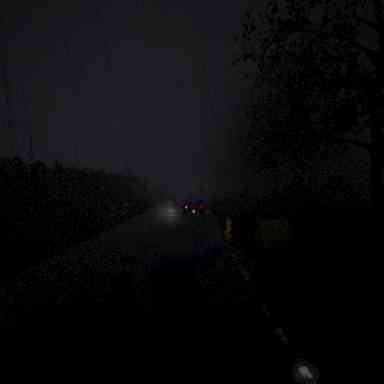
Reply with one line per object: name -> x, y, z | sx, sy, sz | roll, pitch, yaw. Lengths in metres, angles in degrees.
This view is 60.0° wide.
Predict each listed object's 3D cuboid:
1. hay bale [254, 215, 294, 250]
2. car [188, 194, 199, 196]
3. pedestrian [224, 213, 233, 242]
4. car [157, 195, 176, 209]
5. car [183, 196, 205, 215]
hay bale -> 3.154, 1.523, 12.904 | 1.220, 1.180, 1.240 | 0, 1, 0
car -> 0.192, 1.001, 44.464 | 1.882, 1.535, 5.008 | 0, 0, 0
pedestrian -> 1.584, 1.432, 14.027 | 0.375, 1.300, 0.375 | 0, 1, 0
car -> -2.771, 1.101, 37.042 | 2.128, 1.511, 4.902 | 0, 1, 0
car -> 0.160, 1.286, 30.117 | 1.895, 1.301, 4.718 | 0, 1, 0
